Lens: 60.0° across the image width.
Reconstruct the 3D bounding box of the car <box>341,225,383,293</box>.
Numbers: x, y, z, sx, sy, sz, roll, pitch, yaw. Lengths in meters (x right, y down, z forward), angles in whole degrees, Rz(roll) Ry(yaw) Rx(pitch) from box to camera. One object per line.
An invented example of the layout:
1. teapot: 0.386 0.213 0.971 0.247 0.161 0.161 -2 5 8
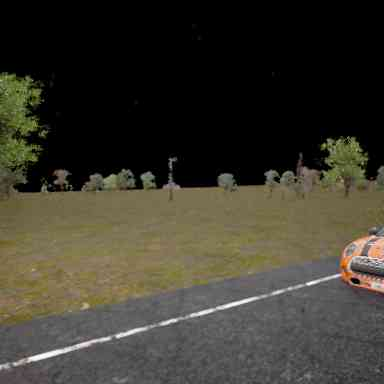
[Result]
1. car: 5.626 1.327 8.097 4.553 1.767 2.097 0 0 -36
